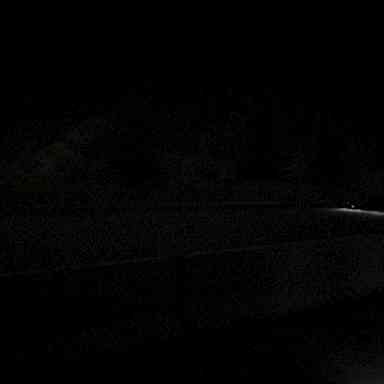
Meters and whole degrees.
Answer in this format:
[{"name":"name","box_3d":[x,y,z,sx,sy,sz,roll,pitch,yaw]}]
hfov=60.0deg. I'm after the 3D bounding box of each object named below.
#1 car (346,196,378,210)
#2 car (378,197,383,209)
[{"name":"car","box_3d":[18.660,1.097,35.142,5.357,1.411,2.033,0,1,-30]},{"name":"car","box_3d":[20.642,1.103,32.243,5.008,1.535,1.882,0,1,-30]}]
